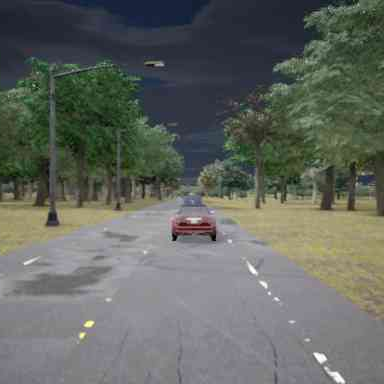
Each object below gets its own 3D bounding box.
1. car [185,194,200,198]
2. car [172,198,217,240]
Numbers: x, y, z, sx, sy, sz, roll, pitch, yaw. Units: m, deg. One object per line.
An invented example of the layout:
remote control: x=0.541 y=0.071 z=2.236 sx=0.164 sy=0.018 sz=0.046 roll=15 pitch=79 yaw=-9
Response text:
car: x=0.094 y=1.293 z=39.925 sx=2.150 sy=2.045 sz=5.566 roll=0 pitch=0 yaw=0
car: x=0.097 y=1.362 z=17.187 sx=2.097 sy=1.767 sz=4.553 roll=0 pitch=0 yaw=0
